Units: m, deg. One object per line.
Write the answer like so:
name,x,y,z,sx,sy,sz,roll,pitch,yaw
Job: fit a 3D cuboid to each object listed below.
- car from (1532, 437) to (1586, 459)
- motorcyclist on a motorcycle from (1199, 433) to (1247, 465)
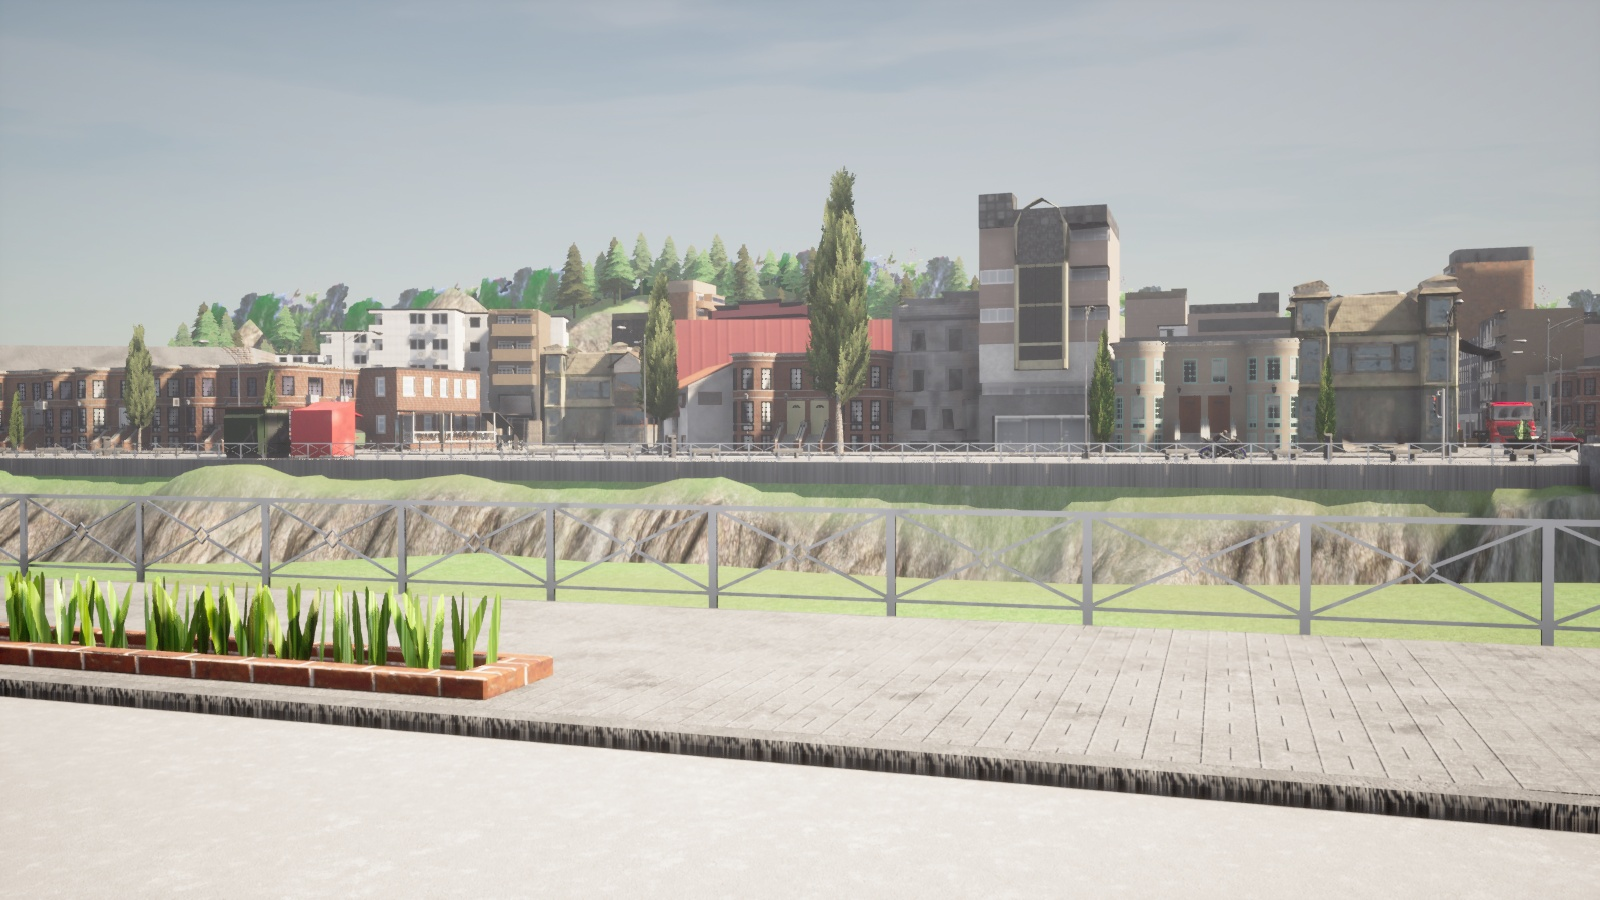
car,47.006,-0.143,77.846,1.895,1.301,4.718,1,1,19
motorcyclist on a motorcycle,20.823,-0.050,61.831,2.191,1.530,0.866,0,1,19
